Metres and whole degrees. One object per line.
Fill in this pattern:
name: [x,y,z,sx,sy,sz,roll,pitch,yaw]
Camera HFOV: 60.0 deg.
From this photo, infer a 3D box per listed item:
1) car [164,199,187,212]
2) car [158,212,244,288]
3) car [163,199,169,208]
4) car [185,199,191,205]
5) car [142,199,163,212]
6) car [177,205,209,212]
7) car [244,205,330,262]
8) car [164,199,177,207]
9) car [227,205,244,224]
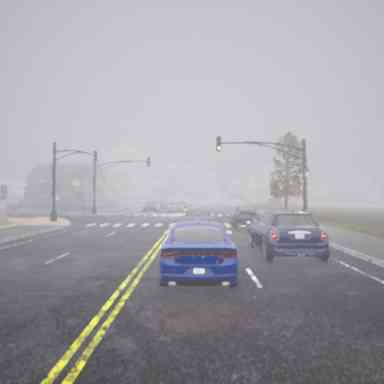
car: [-2.186,2.033,44.820,1.895,1.301,4.718,0,-1,3]
car: [0.180,1.563,9.569,1.882,1.535,5.008,0,-1,1]
car: [-4.888,1.890,54.557,2.097,1.767,4.553,0,-1,3]
car: [-1.673,2.091,53.899,1.994,1.385,4.181,0,-1,4]
car: [-5.442,1.939,44.715,1.837,1.490,4.892,0,-1,3]
car: [0.374,1.735,20.625,2.033,1.411,5.357,0,-1,1]
car: [3.474,1.465,12.759,2.097,1.767,4.553,0,-1,1]
car: [-4.153,2.131,64.949,1.882,1.535,5.008,0,-1,5]
car: [3.709,1.722,23.826,1.837,1.490,4.892,0,-1,1]
